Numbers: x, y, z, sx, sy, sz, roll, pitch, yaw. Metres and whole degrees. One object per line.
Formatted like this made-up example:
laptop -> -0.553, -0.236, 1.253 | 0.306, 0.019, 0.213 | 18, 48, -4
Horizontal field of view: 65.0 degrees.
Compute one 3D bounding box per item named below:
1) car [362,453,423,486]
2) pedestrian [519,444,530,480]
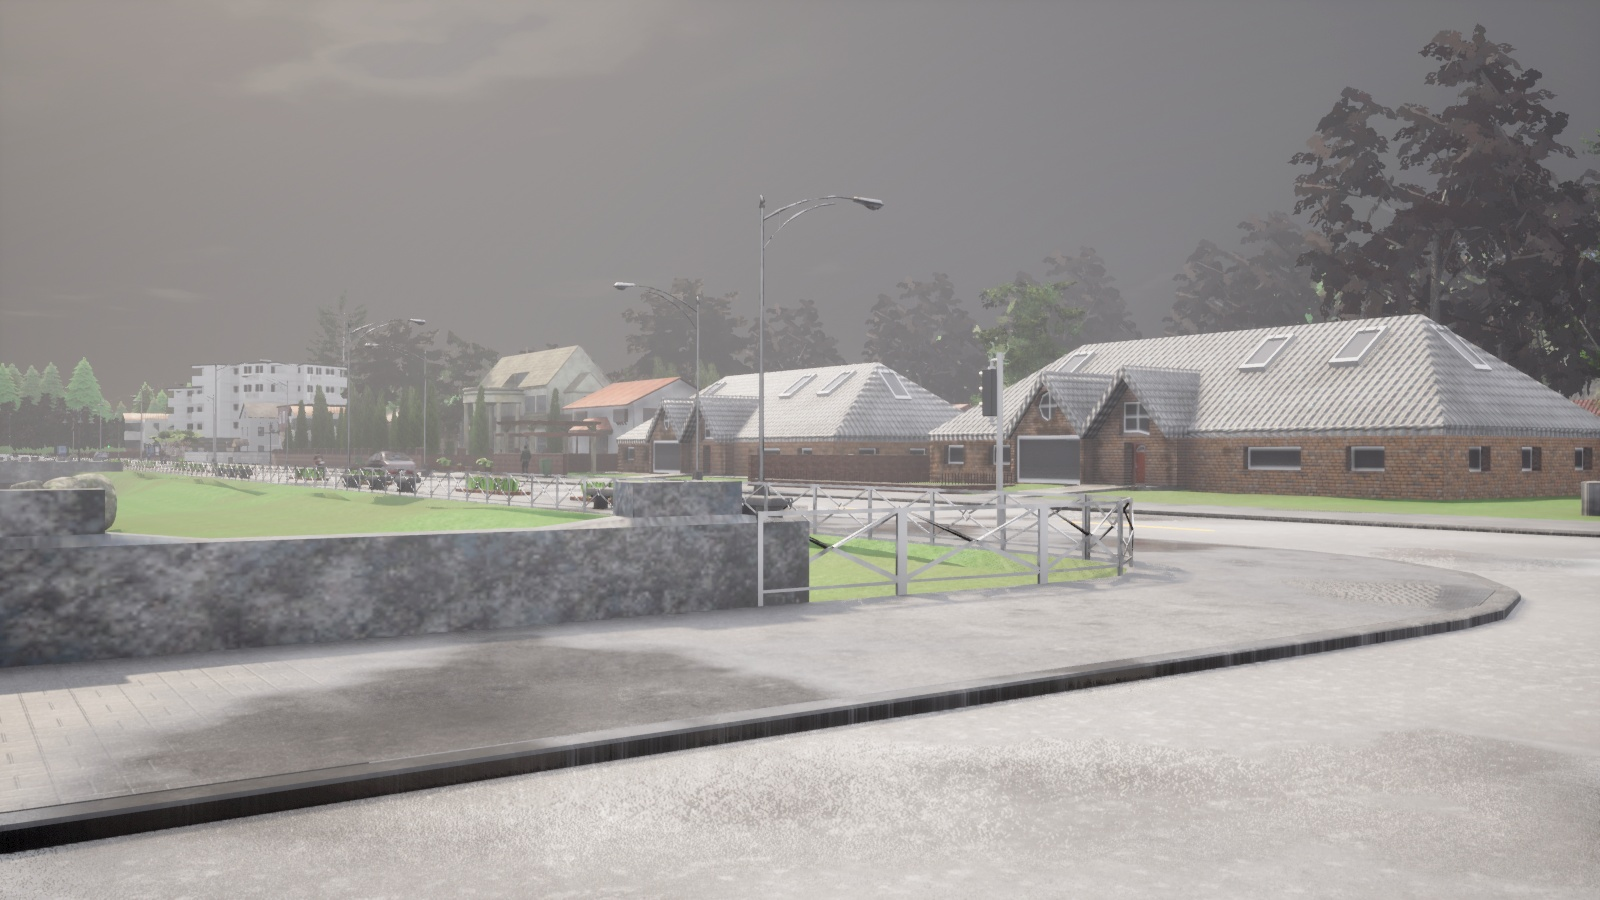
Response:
car -> -19.609, 0.913, 60.406 | 1.789, 1.549, 3.705 | 0, 0, -35
pedestrian -> -14.972, 0.653, 68.268 | 0.423, 1.949, 0.788 | 0, 0, -28
